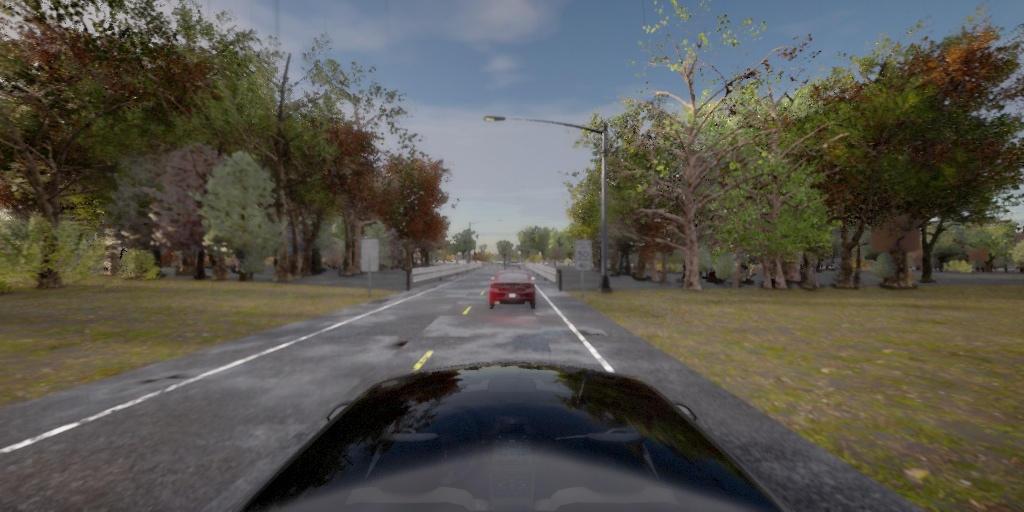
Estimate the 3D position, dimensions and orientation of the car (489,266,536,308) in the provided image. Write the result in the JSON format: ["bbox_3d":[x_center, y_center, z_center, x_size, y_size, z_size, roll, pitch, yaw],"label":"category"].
[{"bbox_3d":[0.040,1.366,16.092,1.882,1.535,5.008,0,0,1],"label":"car"}]

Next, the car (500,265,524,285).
[{"bbox_3d":[0.041,1.534,30.366,1.837,1.490,4.892,0,0,1],"label":"car"}]
